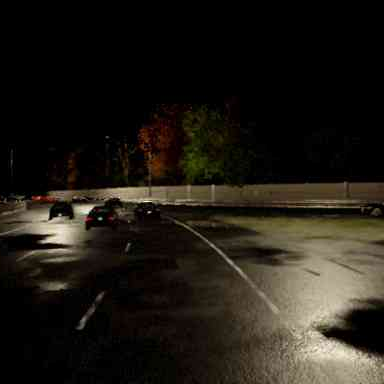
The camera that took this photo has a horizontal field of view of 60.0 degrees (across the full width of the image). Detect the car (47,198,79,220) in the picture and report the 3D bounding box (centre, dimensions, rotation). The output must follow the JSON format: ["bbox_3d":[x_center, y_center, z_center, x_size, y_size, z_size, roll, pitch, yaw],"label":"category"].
[{"bbox_3d":[-11.281,1.595,29.107,1.837,1.490,4.892,0,0,-16],"label":"car"}]

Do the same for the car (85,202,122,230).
[{"bbox_3d":[-5.737,1.596,21.524,2.033,1.411,5.357,0,0,-11],"label":"car"}]

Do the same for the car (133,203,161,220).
[{"bbox_3d":[-3.932,1.602,28.777,1.994,1.385,4.181,0,0,-15],"label":"car"}]

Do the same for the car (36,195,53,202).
[{"bbox_3d":[-36.556,1.643,83.447,2.097,1.767,4.553,0,0,-42],"label":"car"}]

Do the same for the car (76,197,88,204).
[{"bbox_3d":[-22.940,1.712,67.969,2.128,1.511,4.902,0,0,-38],"label":"car"}]

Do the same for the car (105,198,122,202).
[{"bbox_3d":[-11.704,1.606,49.407,1.837,1.490,4.892,0,0,-25],"label":"car"}]

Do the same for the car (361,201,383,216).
[{"bbox_3d":[17.816,1.379,29.622,4.902,1.511,2.128,0,0,13],"label":"car"}]
